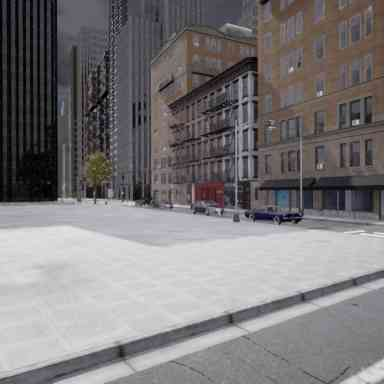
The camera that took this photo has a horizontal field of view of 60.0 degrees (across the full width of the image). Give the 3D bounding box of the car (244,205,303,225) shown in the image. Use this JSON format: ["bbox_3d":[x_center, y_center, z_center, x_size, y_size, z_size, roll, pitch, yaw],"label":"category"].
[{"bbox_3d":[6.019,1.687,24.957,1.895,1.301,4.718,0,0,-26],"label":"car"}]

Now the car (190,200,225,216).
[{"bbox_3d":[1.504,1.632,34.099,2.128,1.511,4.902,0,0,-26],"label":"car"}]

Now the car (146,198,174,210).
[{"bbox_3d":[-4.108,1.702,45.516,2.128,1.511,4.902,0,0,-26],"label":"car"}]

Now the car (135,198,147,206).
[{"bbox_3d":[-9.233,1.817,61.942,1.837,1.490,4.892,0,0,-27],"label":"car"}]
